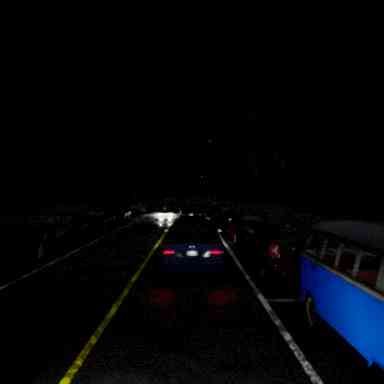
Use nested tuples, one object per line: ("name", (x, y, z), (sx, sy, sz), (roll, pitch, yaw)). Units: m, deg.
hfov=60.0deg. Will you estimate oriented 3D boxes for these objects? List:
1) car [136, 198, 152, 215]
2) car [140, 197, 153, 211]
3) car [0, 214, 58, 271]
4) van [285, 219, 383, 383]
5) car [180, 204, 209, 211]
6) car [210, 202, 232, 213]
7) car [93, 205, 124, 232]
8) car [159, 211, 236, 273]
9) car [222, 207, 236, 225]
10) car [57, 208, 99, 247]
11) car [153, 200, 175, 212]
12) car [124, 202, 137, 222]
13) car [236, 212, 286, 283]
("car", (-5.922, 1.709, 36.879), (1.752, 1.417, 4.829), (0, 0, 0))
("car", (-5.931, 1.539, 42.510), (2.192, 1.841, 5.009), (0, 0, 0))
("car", (-5.867, 1.580, 9.754), (1.887, 1.381, 4.507), (1, 0, 0))
("van", (2.671, 1.355, 4.306), (1.690, 1.788, 3.998), (1, 0, 0))
("car", (-0.005, 1.661, 25.866), (2.033, 1.411, 5.357), (0, 0, 0))
("car", (2.624, 1.697, 26.144), (1.802, 1.307, 4.206), (0, 0, 0))
("car", (-5.889, 1.636, 20.672), (2.008, 1.369, 4.403), (1, 0, 0))
("car", (0.024, 1.587, 10.818), (2.033, 1.411, 5.357), (0, 0, 0))
("car", (2.647, 1.603, 15.225), (1.887, 1.381, 4.507), (1, 0, 0))
("car", (-5.879, 1.641, 15.212), (1.802, 1.307, 4.206), (1, 0, 0))
("car", (-3.149, 1.705, 40.974), (2.128, 1.511, 4.902), (0, 0, 0))
("car", (-5.901, 1.681, 26.131), (1.947, 1.339, 4.313), (1, 0, 0))
("car", (2.659, 1.475, 9.766), (1.967, 1.590, 4.097), (1, 0, 0))
